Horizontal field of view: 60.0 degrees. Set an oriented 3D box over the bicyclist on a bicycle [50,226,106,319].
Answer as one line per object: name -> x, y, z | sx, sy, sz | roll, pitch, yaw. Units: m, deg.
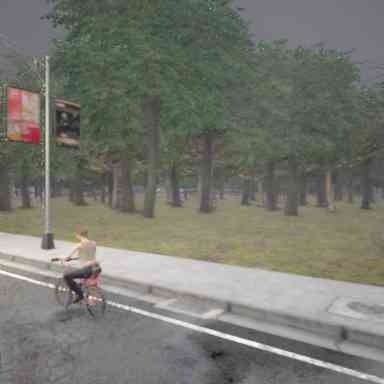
bicyclist on a bicycle -> -2.108, 1.441, 6.190 | 1.509, 1.612, 0.866 | 0, 0, 35
